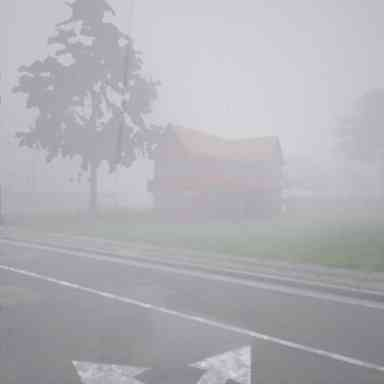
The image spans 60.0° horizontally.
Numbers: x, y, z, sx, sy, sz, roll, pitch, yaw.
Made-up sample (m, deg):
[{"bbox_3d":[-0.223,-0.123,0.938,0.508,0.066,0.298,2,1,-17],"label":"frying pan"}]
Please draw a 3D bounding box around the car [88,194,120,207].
[{"bbox_3d":[-14.261,1.378,54.355,2.150,2.045,5.566,0,0,34],"label":"car"}]
